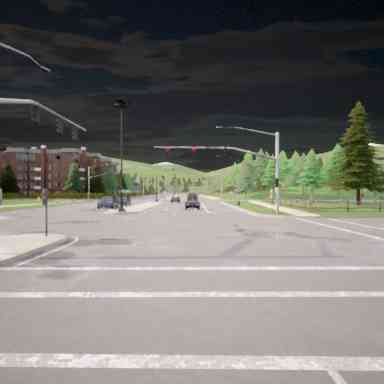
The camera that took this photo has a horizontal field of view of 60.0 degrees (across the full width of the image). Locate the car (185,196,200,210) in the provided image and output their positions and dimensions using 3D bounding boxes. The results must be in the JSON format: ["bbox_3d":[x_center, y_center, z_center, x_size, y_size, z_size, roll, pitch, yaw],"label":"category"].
[{"bbox_3d":[0.061,1.598,43.533,1.895,1.301,4.718,0,0,0],"label":"car"}]

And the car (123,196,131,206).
[{"bbox_3d":[-11.466,1.501,55.931,1.837,1.490,4.892,0,0,1],"label":"car"}]

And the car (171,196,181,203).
[{"bbox_3d":[-3.403,1.487,68.942,2.128,1.511,4.902,0,0,0],"label":"car"}]

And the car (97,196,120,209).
[{"bbox_3d":[-11.490,1.349,45.661,2.097,1.767,4.553,0,0,1],"label":"car"}]

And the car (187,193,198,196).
[{"bbox_3d":[0.097,1.217,68.969,2.150,2.045,5.566,0,0,0],"label":"car"}]
